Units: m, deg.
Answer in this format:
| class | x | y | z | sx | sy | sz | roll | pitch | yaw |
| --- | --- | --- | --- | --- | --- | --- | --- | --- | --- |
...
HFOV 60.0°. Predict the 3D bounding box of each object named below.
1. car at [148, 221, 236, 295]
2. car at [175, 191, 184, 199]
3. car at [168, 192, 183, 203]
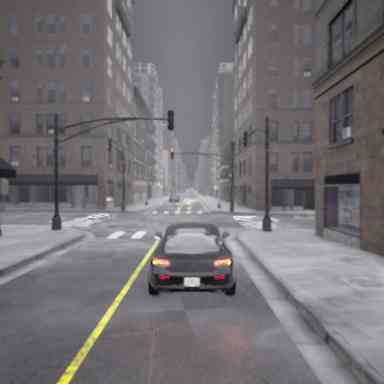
| class | x | y | z | sx | sy | sz | roll | pitch | yaw |
| --- | --- | --- | --- | --- | --- | --- | --- | --- | --- |
| car | 0.007 | 1.466 | 8.404 | 1.812 | 1.442 | 4.674 | 0 | 0 | 0 |
| car | -2.992 | 0.787 | 73.298 | 2.150 | 2.045 | 5.566 | 0 | 0 | 0 |
| car | -3.051 | 1.177 | 57.931 | 1.837 | 1.490 | 4.892 | 0 | 0 | 1 |
